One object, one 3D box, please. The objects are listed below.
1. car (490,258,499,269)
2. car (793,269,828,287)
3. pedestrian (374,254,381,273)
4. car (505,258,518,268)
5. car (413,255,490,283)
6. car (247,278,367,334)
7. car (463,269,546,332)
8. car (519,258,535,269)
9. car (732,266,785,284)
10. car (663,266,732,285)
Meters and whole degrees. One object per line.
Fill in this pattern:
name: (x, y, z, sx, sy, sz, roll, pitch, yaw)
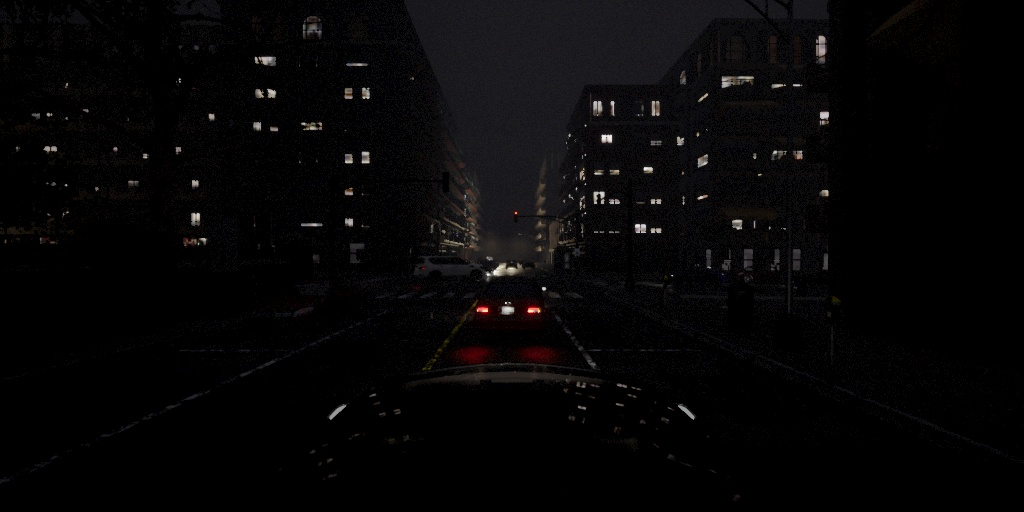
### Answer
car: (-3.191, 1.296, 43.301, 2.033, 1.411, 5.357, 0, 0, 4)
car: (24.905, 1.810, 29.033, 4.718, 1.301, 1.895, 1, 0, -1)
pedestrian: (-12.807, 0.652, 33.995, 0.375, 1.860, 0.375, 0, -1, -1)
car: (-0.068, 1.296, 58.630, 2.033, 1.411, 5.357, 0, 0, 0)
car: (-4.853, 0.981, 27.939, 5.566, 2.045, 2.150, -1, 1, -31)
car: (-5.713, 1.331, 10.613, 1.802, 1.307, 4.207, 0, 0, 0)
car: (0.052, 1.297, 10.826, 2.033, 1.411, 5.357, 0, 0, 3)
car: (2.536, 1.299, 54.320, 2.007, 1.370, 4.403, 0, 0, 0)
car: (21.293, 1.571, 31.541, 4.097, 1.591, 1.967, 0, 0, -1)
car: (14.598, 1.552, 28.877, 4.674, 1.442, 1.812, 1, 0, -1)
